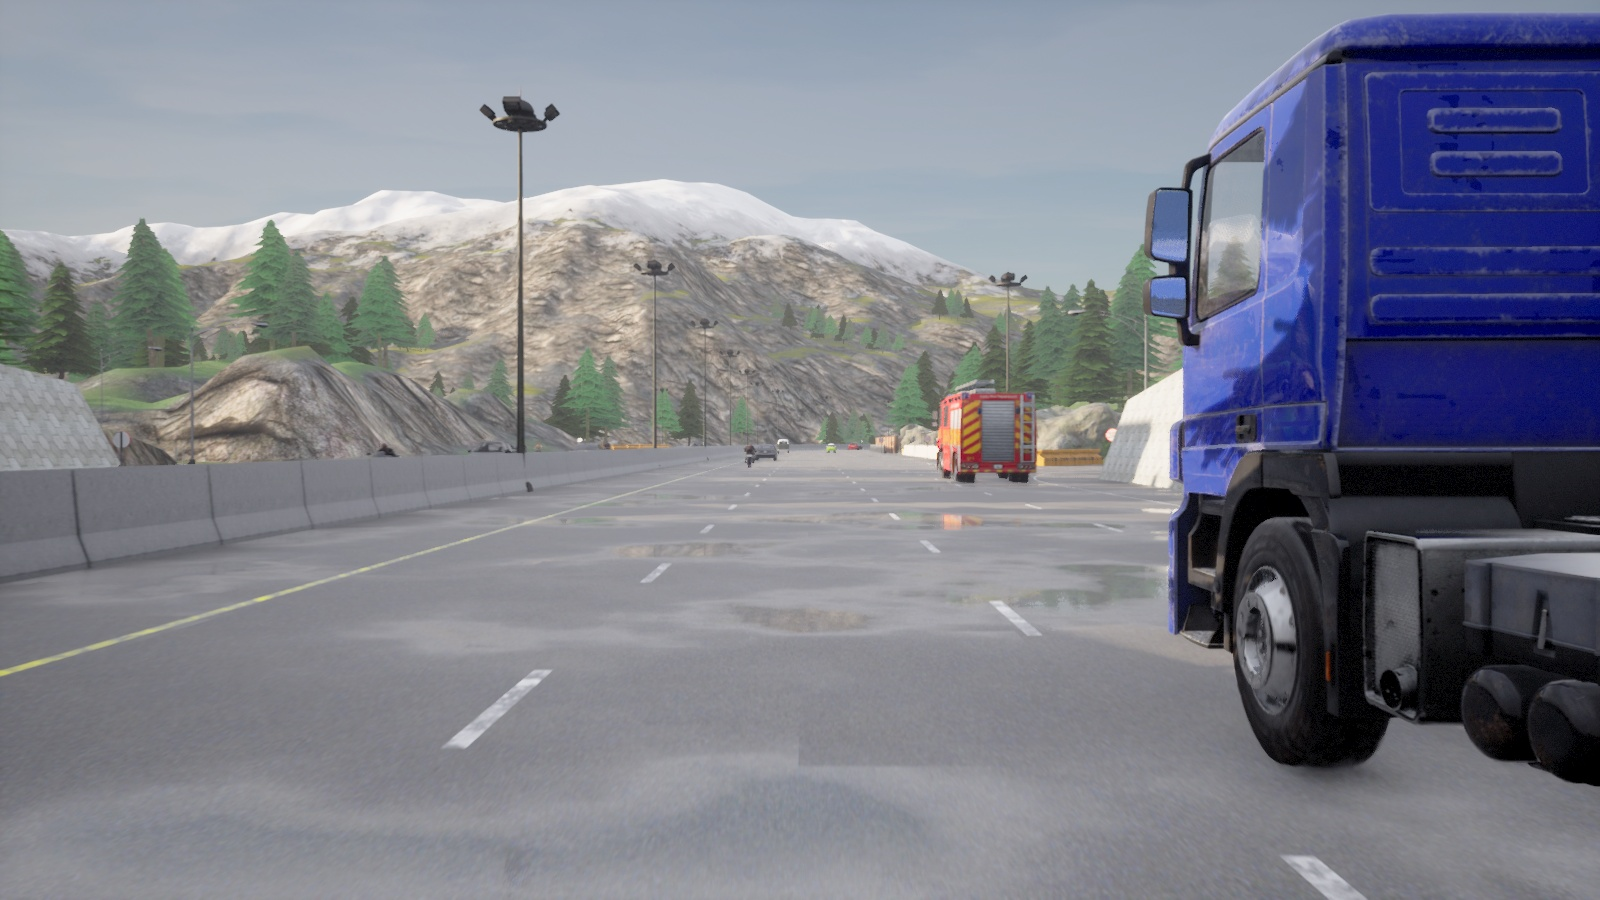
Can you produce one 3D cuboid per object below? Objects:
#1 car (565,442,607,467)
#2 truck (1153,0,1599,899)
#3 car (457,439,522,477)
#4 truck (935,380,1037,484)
[{"bbox_3d":[-13.532,0.293,79.650,1.837,1.490,4.892,0,0,0],"label":"car"},{"bbox_3d":[3.536,-0.252,3.523,2.891,3.462,7.936,0,0,0],"label":"truck"},{"bbox_3d":[-13.669,0.321,55.491,1.851,1.617,3.988,0,0,0],"label":"car"},{"bbox_3d":[7.304,-0.697,50.587,2.891,3.827,8.468,0,0,0],"label":"truck"}]
